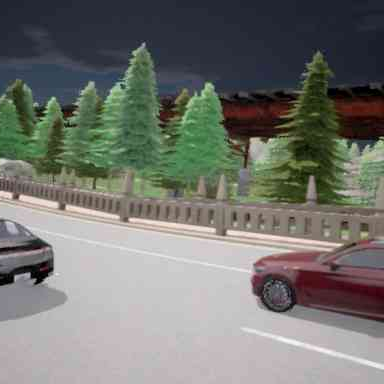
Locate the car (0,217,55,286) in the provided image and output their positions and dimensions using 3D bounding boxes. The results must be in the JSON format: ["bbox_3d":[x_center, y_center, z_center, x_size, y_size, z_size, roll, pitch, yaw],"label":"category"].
[{"bbox_3d":[-5.159,1.308,7.669,4.902,1.511,2.128,3,1,35],"label":"car"}]

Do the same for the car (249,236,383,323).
[{"bbox_3d":[3.330,1.521,5.915,4.674,1.442,1.812,0,0,35],"label":"car"}]
